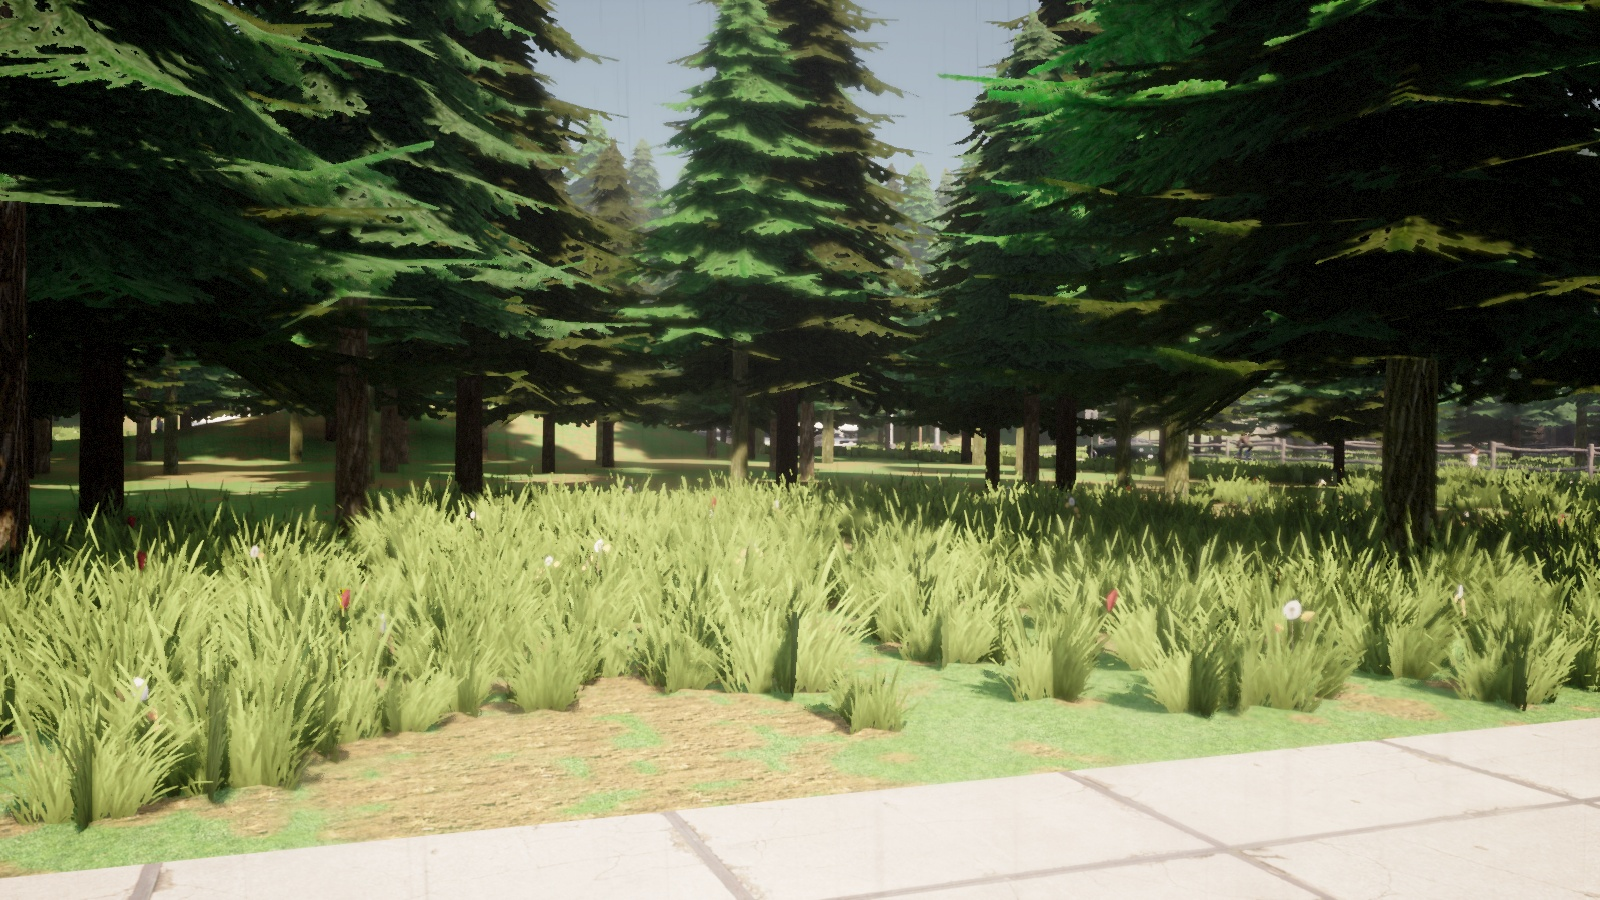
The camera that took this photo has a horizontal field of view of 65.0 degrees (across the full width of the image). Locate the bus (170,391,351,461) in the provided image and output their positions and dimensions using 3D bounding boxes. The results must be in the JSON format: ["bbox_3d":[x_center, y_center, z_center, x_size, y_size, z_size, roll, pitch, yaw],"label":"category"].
[{"bbox_3d":[-34.312,-1.537,80.078,10.273,4.253,3.944,-1,1,-25],"label":"bus"}]

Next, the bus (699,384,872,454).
[{"bbox_3d":[-0.909,-1.899,80.117,10.273,4.253,3.944,0,1,21],"label":"bus"}]

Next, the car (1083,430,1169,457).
[{"bbox_3d":[16.733,-0.362,64.693,1.895,1.301,4.718,-1,1,-20],"label":"car"}]
